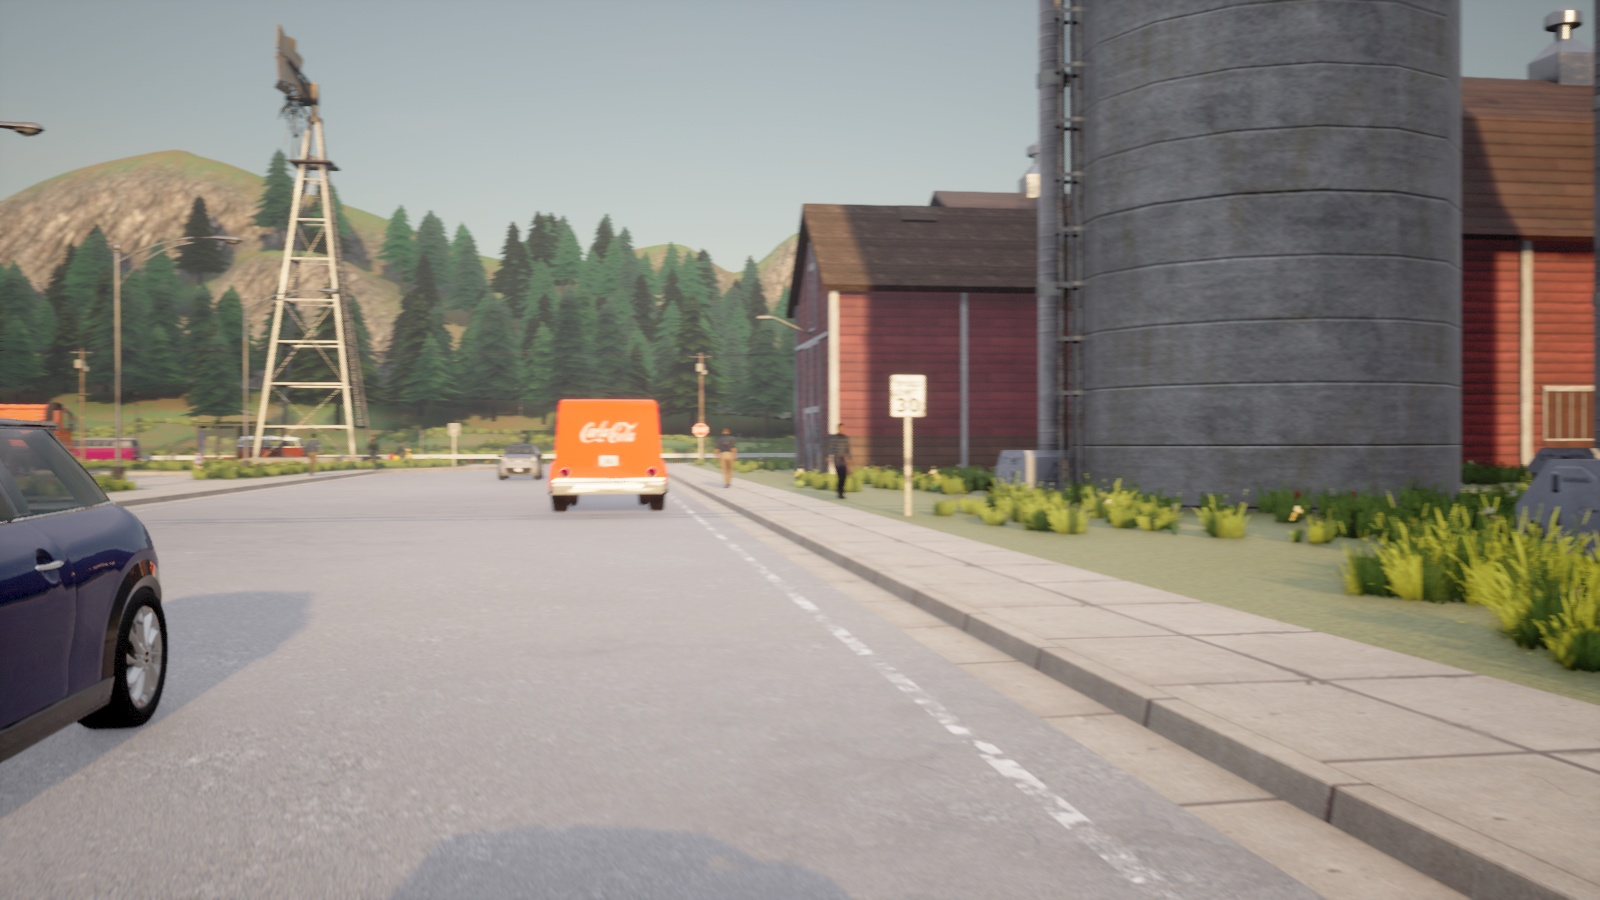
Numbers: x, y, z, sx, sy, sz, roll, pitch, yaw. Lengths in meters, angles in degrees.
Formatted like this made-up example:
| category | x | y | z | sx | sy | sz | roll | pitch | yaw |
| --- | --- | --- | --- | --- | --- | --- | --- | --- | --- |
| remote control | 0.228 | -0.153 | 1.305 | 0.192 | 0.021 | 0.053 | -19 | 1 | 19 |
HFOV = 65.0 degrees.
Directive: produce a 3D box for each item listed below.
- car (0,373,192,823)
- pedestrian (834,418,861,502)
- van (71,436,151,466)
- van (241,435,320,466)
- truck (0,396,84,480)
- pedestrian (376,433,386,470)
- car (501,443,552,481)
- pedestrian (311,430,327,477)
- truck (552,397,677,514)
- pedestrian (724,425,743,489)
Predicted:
| category | x | y | z | sx | sy | sz | roll | pitch | yaw |
| --- | --- | --- | --- | --- | --- | --- | --- | --- | --- |
| car | -4.178 | 0.583 | 4.769 | 2.097 | 1.767 | 4.553 | 0 | 0 | -9 |
| pedestrian | 1.108 | 0.228 | 29.394 | 0.423 | 1.949 | 0.788 | 0 | 0 | -16 |
| van | -47.088 | 0.064 | 85.902 | 4.442 | 1.987 | 1.775 | 0 | 0 | -8 |
| van | -34.733 | 0.028 | 84.000 | 4.480 | 2.038 | 2.069 | 1 | 0 | -8 |
| truck | -34.648 | -0.511 | 55.680 | 2.891 | 3.462 | 7.936 | 0 | 0 | -13 |
| pedestrian | -21.058 | 0.067 | 63.117 | 0.353 | 1.847 | 0.614 | 0 | 0 | -6 |
| car | -11.214 | 0.479 | 51.690 | 1.845 | 1.501 | 3.633 | 0 | 0 | -9 |
| pedestrian | -20.077 | 0.127 | 52.429 | 0.423 | 1.949 | 0.788 | 0 | 0 | -5 |
| truck | -4.305 | 0.098 | 29.188 | 2.627 | 2.467 | 5.204 | 0 | 0 | -9 |
| pedestrian | -1.947 | 0.194 | 36.801 | 0.540 | 1.848 | 0.694 | 0 | 0 | -4 |
